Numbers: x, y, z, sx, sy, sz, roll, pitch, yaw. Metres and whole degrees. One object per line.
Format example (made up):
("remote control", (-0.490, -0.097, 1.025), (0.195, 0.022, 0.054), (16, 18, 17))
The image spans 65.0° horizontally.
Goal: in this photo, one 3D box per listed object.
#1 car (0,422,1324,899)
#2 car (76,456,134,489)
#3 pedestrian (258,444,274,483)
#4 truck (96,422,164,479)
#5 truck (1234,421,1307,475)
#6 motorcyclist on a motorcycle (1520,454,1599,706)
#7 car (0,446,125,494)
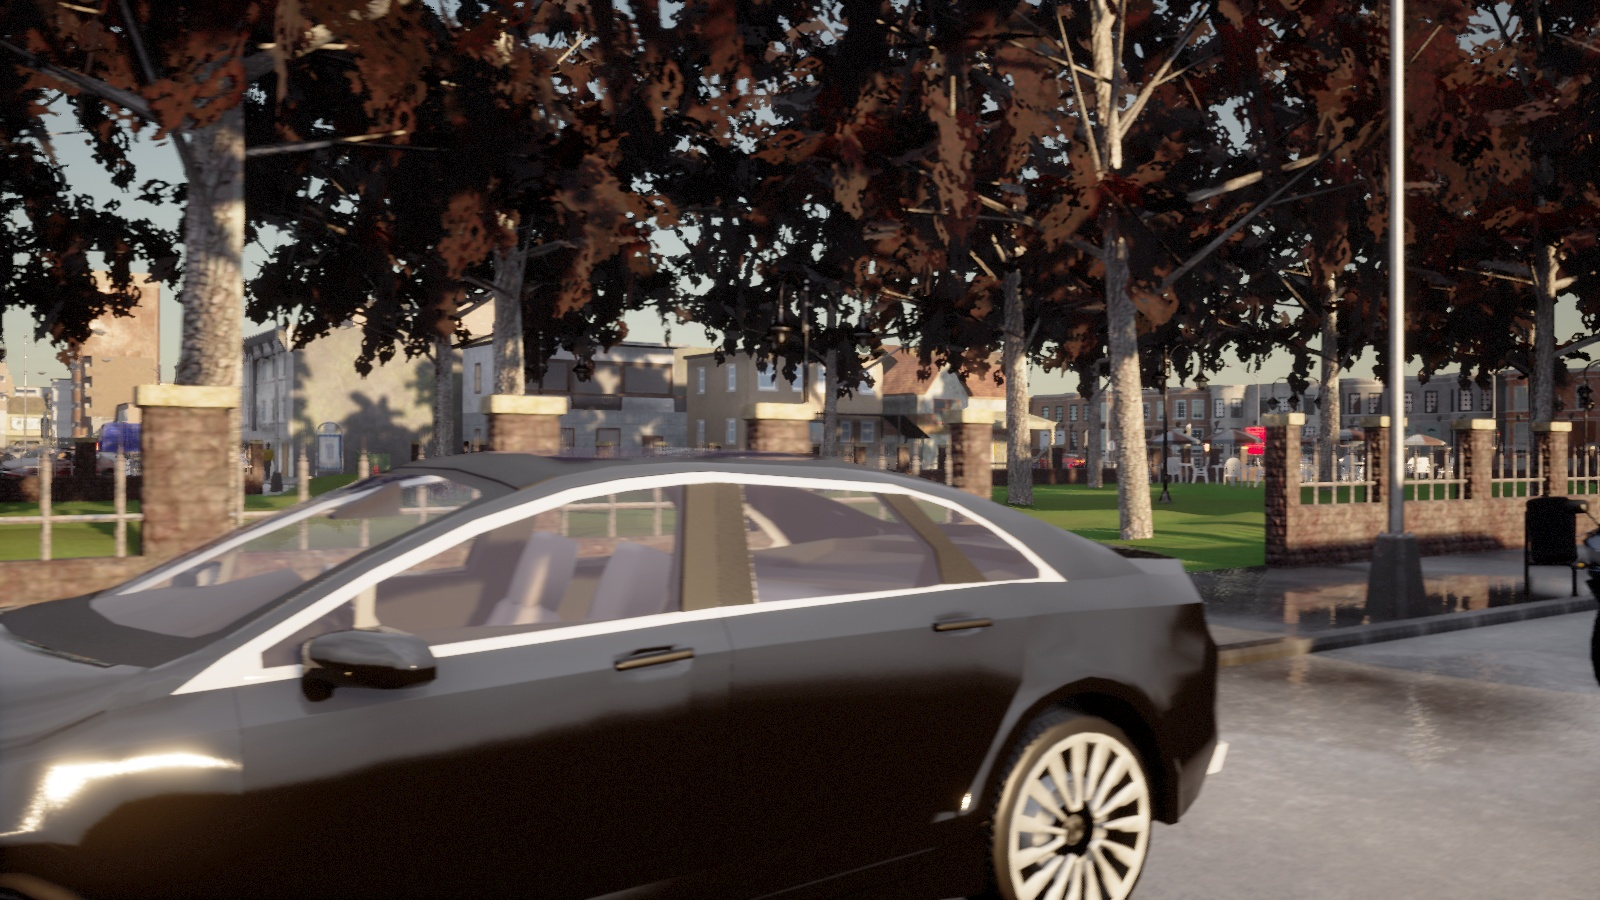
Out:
("car", (-0.874, 0.712, 3.659), (4.902, 1.511, 2.128), (0, 0, -35))
("car", (-31.433, 0.976, 56.758), (1.812, 1.442, 4.674), (0, 0, -35))
("pedestrian", (-25.578, 0.656, 60.171), (0.431, 1.840, 0.709), (0, 0, 0))
("truck", (-42.885, 0.050, 80.249), (2.891, 3.462, 7.936), (0, 0, -35))
("truck", (31.698, -0.097, 84.922), (2.891, 3.462, 7.936), (0, 0, 8))
("motorcyclist on a motorcycle", (5.731, 0.788, 8.257), (2.191, 1.530, 0.866), (0, 0, -35))
("car", (-27.564, 0.694, 46.008), (2.152, 1.651, 5.027), (0, 0, 14))
